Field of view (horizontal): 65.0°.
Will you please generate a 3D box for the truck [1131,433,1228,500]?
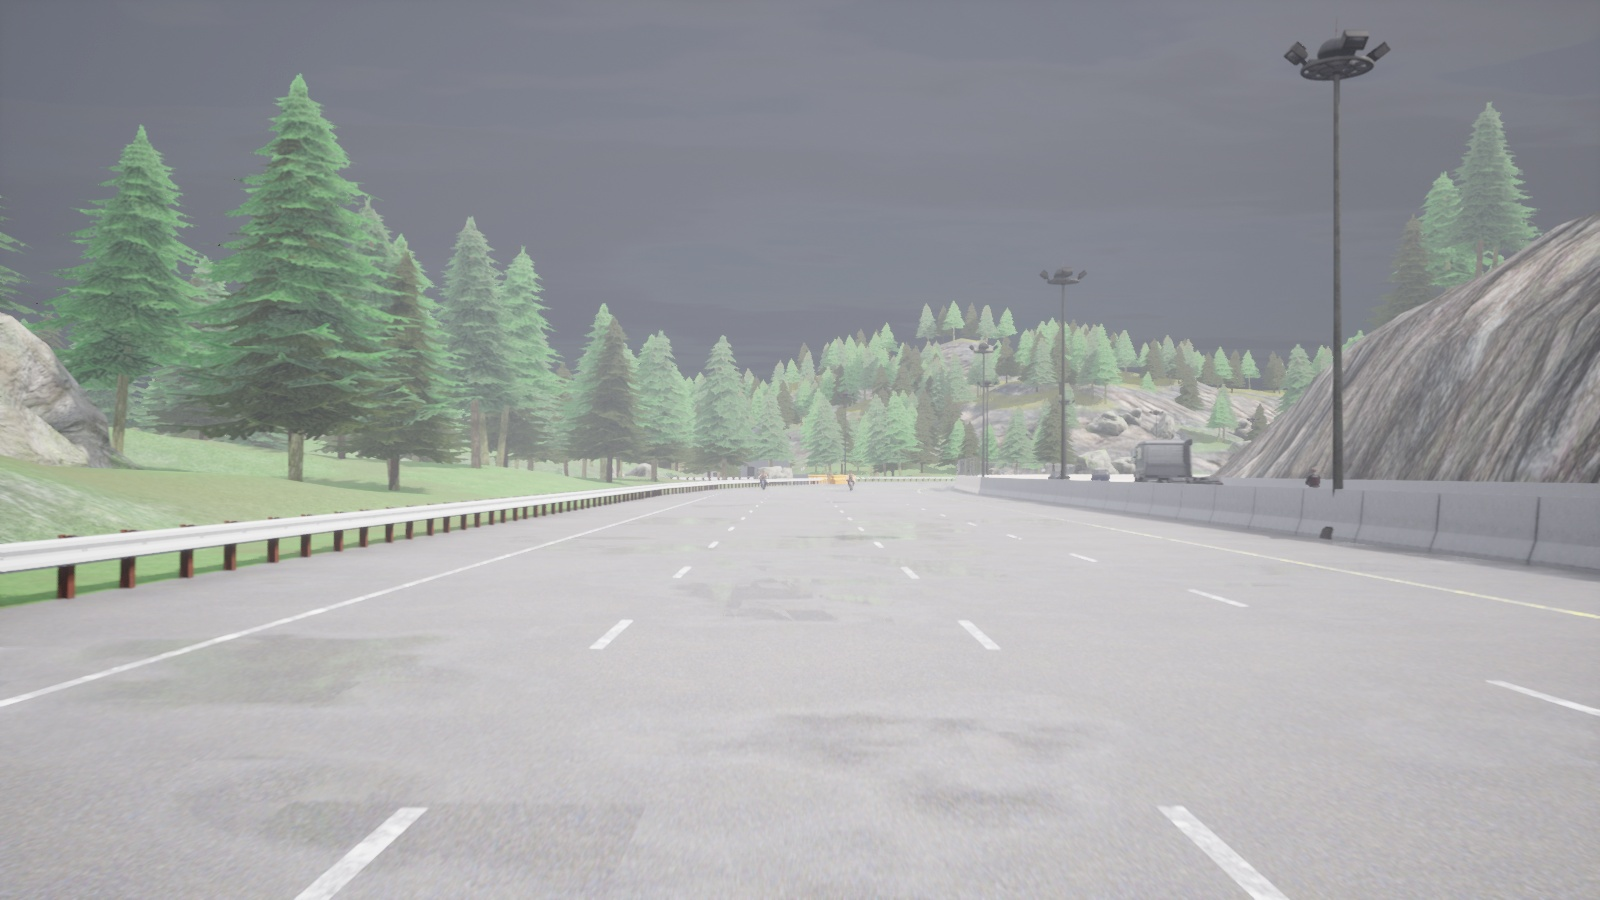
[{"bbox_3d":[20.828,0.912,69.442,2.891,3.462,7.936,0,-1,0],"label":"truck"}]
